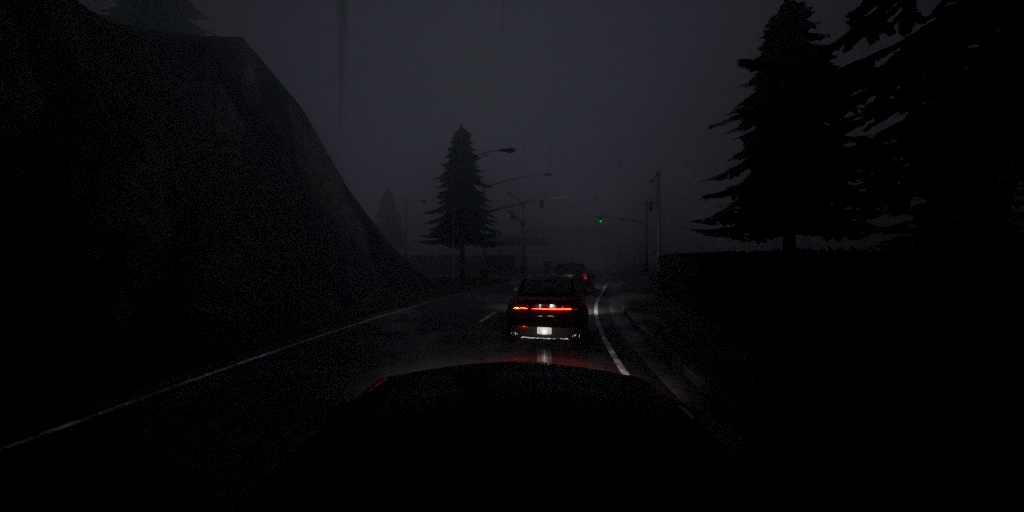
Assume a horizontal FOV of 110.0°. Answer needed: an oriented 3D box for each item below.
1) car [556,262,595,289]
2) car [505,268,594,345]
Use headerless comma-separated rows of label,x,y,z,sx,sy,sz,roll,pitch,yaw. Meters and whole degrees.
car,3.459,1.099,20.040,2.097,1.767,4.553,0,0,17
car,1.019,1.254,9.596,1.837,1.490,4.892,0,0,9
